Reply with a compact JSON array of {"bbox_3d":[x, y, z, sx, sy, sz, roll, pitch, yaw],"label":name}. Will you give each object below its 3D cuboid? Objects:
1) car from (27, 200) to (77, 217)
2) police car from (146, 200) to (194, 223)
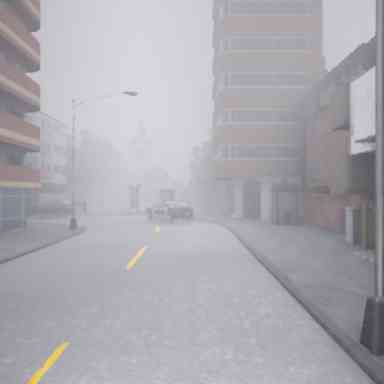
[{"bbox_3d":[-13.119,1.455,30.995,4.674,1.442,1.812,0,4,0],"label":"car"},{"bbox_3d":[-1.894,1.410,26.028,1.930,1.638,5.238,0,0,-37],"label":"police car"}]
